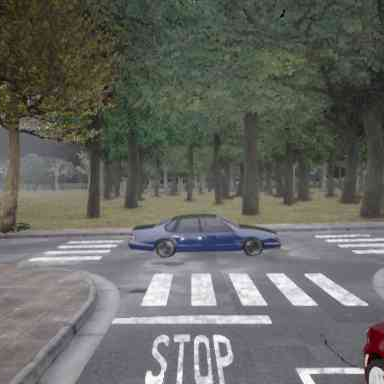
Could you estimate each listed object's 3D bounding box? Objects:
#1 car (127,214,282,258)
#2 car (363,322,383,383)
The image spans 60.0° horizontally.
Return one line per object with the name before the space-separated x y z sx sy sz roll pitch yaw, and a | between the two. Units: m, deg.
car | 0.413 1.518 12.138 5.357 1.411 2.033 -1 1 0
car | 2.625 1.544 1.695 1.887 1.381 4.507 -1 0 0
